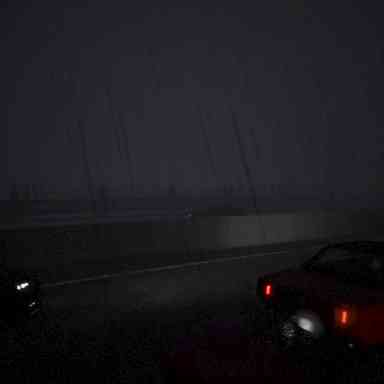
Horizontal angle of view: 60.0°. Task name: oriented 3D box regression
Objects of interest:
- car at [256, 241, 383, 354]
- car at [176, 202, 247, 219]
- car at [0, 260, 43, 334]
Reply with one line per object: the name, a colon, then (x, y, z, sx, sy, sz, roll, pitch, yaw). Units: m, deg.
car: (3.489, 1.542, 5.788, 4.718, 1.301, 1.895, -1, 0, -31)
car: (1.278, 1.374, 20.753, 4.674, 1.442, 1.812, -1, 0, -27)
car: (-4.733, 1.485, 4.522, 4.902, 1.511, 2.128, -1, 1, -36)
